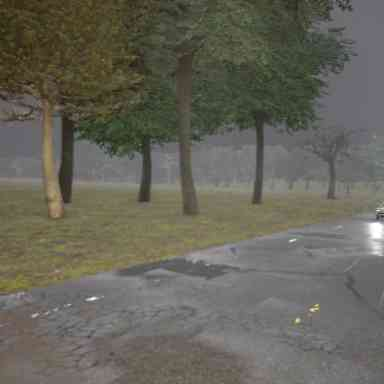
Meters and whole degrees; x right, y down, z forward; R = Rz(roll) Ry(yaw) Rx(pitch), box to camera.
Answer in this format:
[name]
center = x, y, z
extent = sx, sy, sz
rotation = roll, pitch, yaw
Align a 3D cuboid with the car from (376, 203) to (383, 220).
[car]
center = 15.279, 1.421, 25.097
extent = 1.895, 1.301, 4.718
rotation = 1, 1, 39
